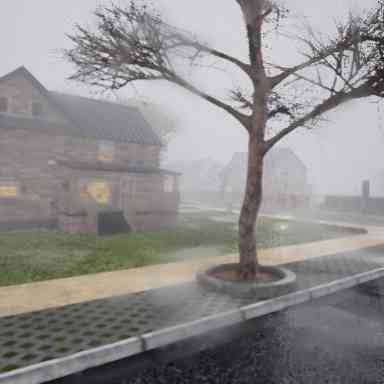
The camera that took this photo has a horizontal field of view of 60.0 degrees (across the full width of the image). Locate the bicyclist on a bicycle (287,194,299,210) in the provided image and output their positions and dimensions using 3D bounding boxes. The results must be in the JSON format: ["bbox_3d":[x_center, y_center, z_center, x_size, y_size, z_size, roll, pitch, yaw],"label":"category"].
[{"bbox_3d":[10.563,1.071,34.687,1.656,1.620,0.582,1,1,-29],"label":"bicyclist on a bicycle"}]
